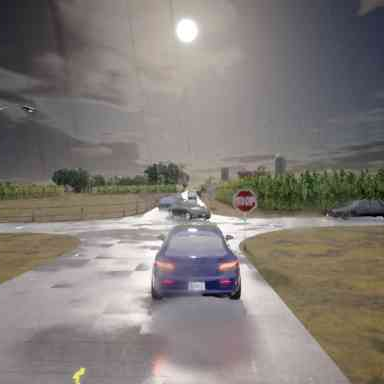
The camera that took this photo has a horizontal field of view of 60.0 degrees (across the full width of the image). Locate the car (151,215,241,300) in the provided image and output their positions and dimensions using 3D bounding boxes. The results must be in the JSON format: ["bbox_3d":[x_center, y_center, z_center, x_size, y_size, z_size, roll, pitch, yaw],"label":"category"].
[{"bbox_3d":[0.087,1.525,8.268,1.812,1.442,4.674,0,0,0],"label":"car"}]

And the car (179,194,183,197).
[{"bbox_3d":[-2.871,1.365,52.260,1.895,1.301,4.718,0,0,0],"label":"car"}]

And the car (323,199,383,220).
[{"bbox_3d":[12.618,1.256,24.573,5.357,1.411,2.033,-1,0,-2],"label":"car"}]

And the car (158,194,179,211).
[{"bbox_3d":[-2.874,1.345,39.071,1.882,1.535,5.008,0,0,0],"label":"car"}]

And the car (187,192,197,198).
[{"bbox_3d":[0.061,1.186,69.570,1.895,1.301,4.718,0,1,0],"label":"car"}]

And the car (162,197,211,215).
[{"bbox_3d":[-0.324,1.459,26.876,1.837,1.490,4.892,-1,1,-30],"label":"car"}]
